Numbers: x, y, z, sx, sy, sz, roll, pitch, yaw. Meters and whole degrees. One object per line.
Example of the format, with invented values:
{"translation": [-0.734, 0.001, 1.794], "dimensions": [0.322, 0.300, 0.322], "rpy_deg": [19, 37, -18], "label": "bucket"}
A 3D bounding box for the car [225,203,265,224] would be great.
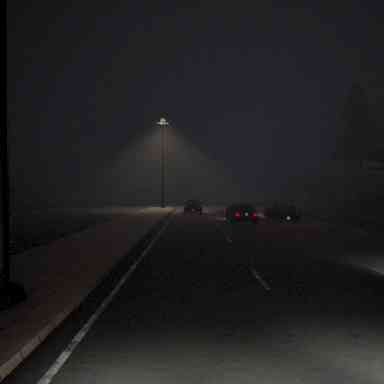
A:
{"translation": [3.600, 1.547, 24.507], "dimensions": [2.033, 1.411, 5.357], "rpy_deg": [0, 0, 0], "label": "car"}

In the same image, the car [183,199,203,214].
{"translation": [0.094, 1.526, 34.591], "dimensions": [1.812, 1.442, 4.674], "rpy_deg": [0, 0, 0], "label": "car"}

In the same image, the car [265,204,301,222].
{"translation": [7.100, 1.601, 26.682], "dimensions": [1.895, 1.301, 4.718], "rpy_deg": [0, 0, 0], "label": "car"}

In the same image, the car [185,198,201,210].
{"translation": [0.094, 1.564, 43.396], "dimensions": [1.994, 1.385, 4.181], "rpy_deg": [0, 0, 0], "label": "car"}
